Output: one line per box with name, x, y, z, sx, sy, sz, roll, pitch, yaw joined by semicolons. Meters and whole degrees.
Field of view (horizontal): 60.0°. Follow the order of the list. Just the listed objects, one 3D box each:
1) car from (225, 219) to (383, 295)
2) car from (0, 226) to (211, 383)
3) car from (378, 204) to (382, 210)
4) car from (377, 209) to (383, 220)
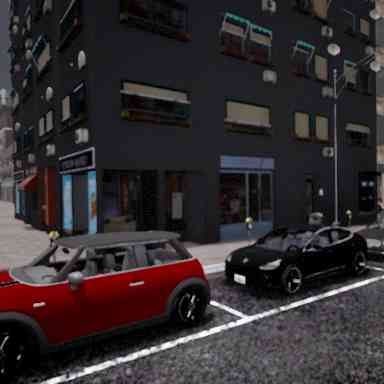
car;2.820;1.521;8.569;4.313;1.339;1.947;0;-1;-35
car;-1.747;1.431;5.325;4.097;1.590;1.967;0;-1;-35
car;16.236;1.310;32.684;1.994;1.385;4.181;-1;1;-35
car;7.386;1.472;11.815;4.403;1.369;2.008;0;-1;-35
